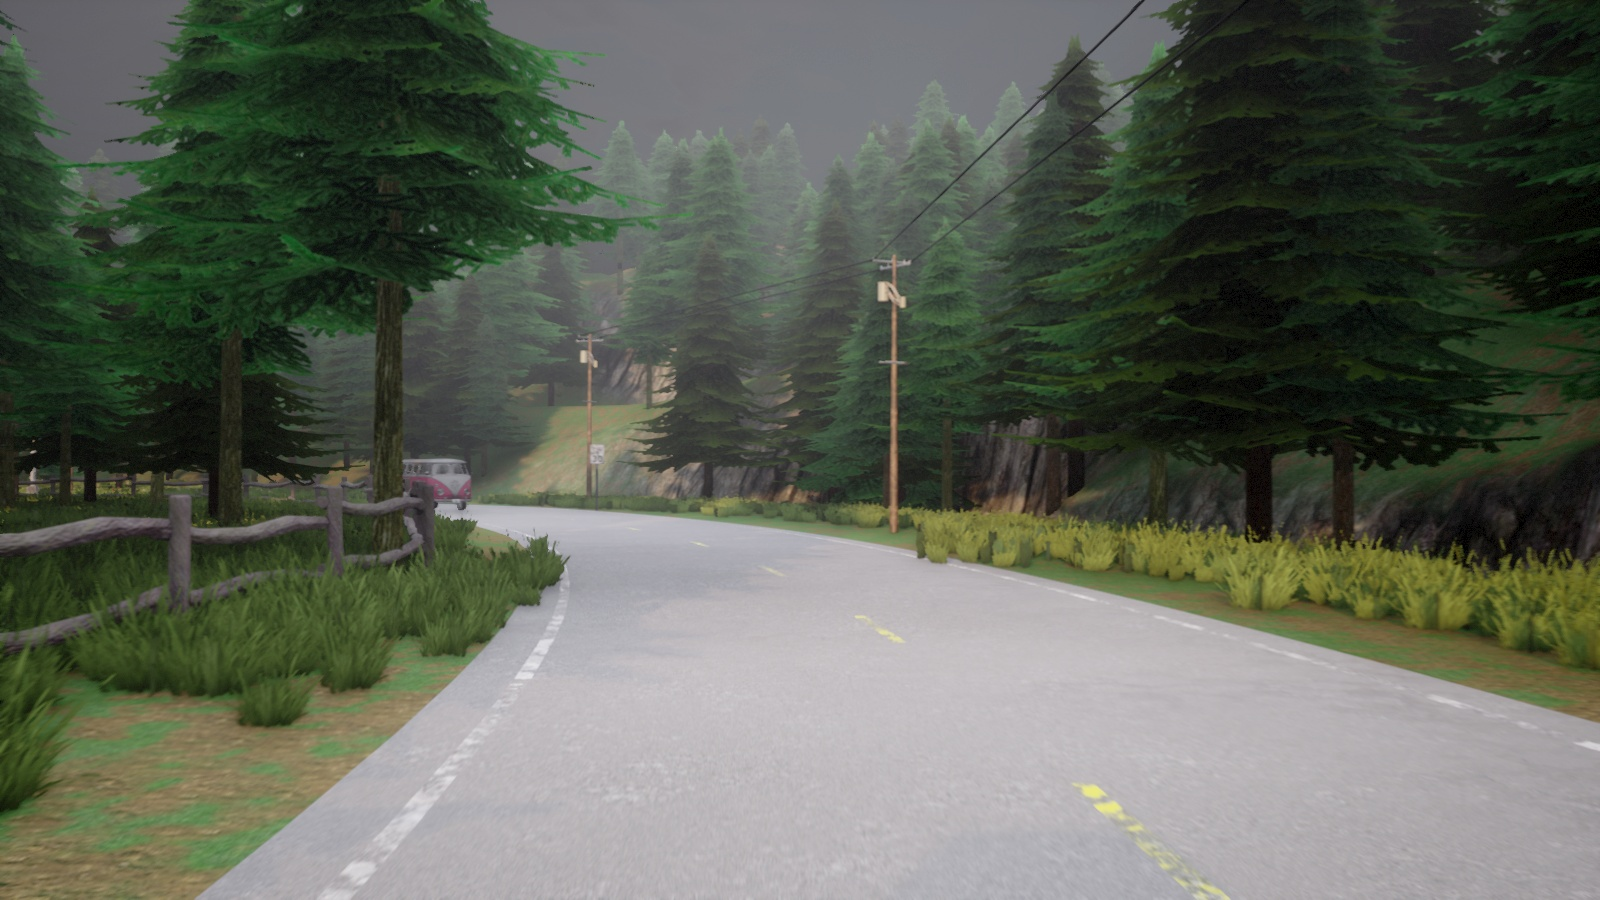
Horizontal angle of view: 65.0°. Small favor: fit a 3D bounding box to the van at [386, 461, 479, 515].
[{"bbox_3d":[-14.092,1.430,48.002,1.775,1.987,4.442,1,-1,-40],"label":"van"}]
